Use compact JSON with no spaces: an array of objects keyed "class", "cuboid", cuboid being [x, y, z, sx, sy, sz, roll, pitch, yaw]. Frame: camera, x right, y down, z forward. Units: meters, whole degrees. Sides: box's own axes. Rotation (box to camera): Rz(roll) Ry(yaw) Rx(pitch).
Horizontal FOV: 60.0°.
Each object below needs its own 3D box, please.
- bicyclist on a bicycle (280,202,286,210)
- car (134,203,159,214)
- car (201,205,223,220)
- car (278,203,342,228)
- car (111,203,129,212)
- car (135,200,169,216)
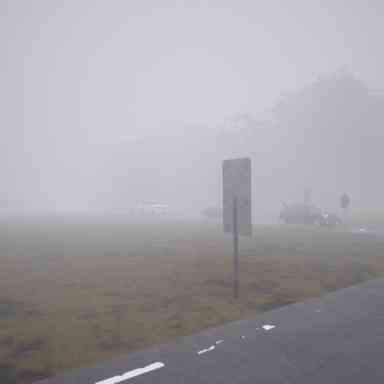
[{"class":"bicyclist on a bicycle","cuboid":[9.482,1.857,34.042,1.656,1.620,0.582,0,-1,-35]},{"class":"car","cuboid":[-7.244,2.505,52.376,1.882,1.535,5.008,-1,-1,-35]},{"class":"car","cuboid":[2.944,2.008,32.947,1.882,1.535,5.008,-1,-1,-35]},{"class":"car","cuboid":[8.700,1.654,24.744,2.097,1.767,4.553,-1,-1,-34]},{"class":"car","cuboid":[-13.291,2.789,60.845,2.128,1.511,4.902,-1,-1,-35]},{"class":"car","cuboid":[-5.184,2.096,44.468,2.150,2.045,5.566,-1,-1,-35]}]
